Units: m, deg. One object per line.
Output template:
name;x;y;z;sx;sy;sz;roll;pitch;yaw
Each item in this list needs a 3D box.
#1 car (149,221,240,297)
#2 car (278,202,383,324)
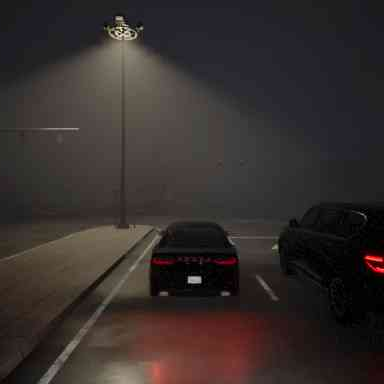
car;0.063;1.478;8.634;1.882;1.535;5.008;0;0;0
car;3.566;1.221;7.287;2.150;2.045;5.566;0;0;0
